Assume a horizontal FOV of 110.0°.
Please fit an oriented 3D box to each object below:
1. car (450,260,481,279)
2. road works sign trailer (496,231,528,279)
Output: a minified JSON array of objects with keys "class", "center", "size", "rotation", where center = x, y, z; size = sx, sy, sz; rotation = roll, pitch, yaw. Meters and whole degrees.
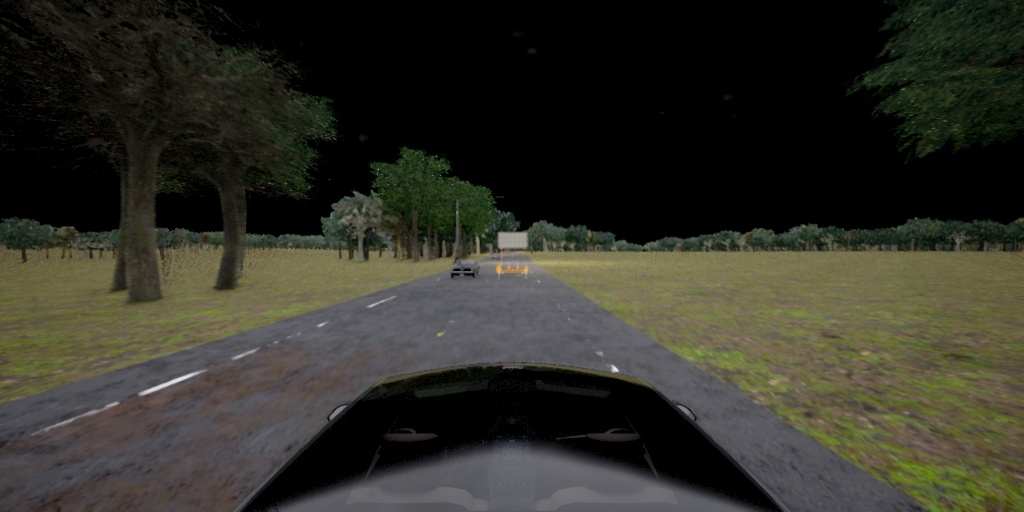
[{"class":"car","center":[-3.530,0.983,27.626],"size":[1.895,1.301,4.718],"rotation":[0,1,0]},{"class":"road works sign trailer","center":[0.054,-0.153,27.689],"size":[2.380,3.560,2.880],"rotation":[0,0,0]}]
